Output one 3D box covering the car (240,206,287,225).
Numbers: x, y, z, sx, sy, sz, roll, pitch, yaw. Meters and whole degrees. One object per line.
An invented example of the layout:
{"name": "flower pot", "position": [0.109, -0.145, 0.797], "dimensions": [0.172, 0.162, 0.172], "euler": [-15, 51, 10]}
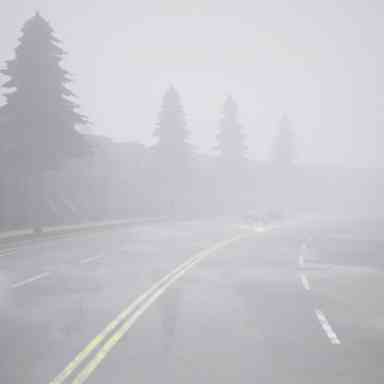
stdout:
{"name": "car", "position": [5.899, 1.800, 26.793], "dimensions": [2.033, 1.411, 5.357], "euler": [0, -1, 37]}
